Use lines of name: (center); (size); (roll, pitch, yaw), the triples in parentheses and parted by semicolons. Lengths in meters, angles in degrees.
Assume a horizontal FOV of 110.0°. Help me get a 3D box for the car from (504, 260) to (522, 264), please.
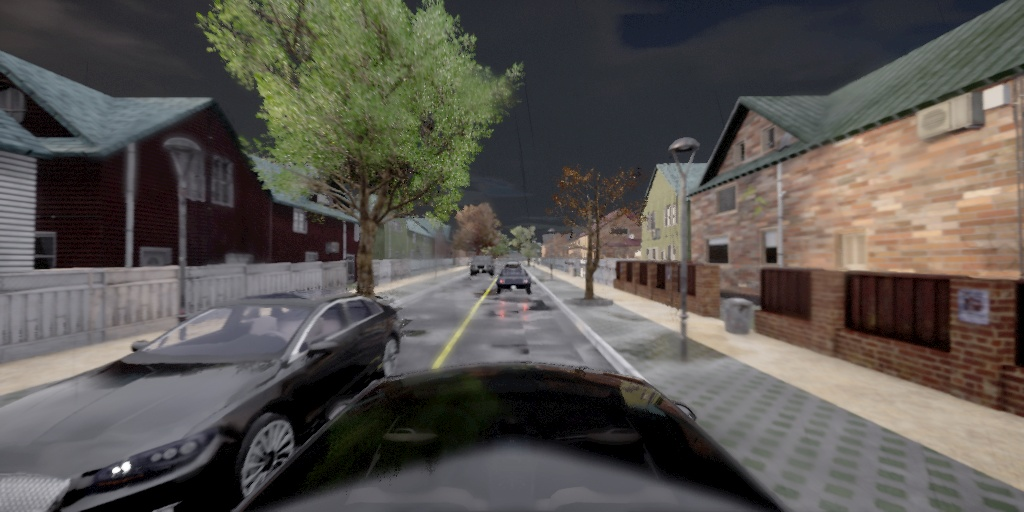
car: (0.085, 1.239, 40.956); (1.882, 1.535, 5.008); (0, 0, 0)

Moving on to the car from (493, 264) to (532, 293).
car: (0.096, 1.355, 20.950); (1.895, 1.301, 4.718); (0, 0, 0)

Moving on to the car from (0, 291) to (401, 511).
car: (-2.833, 1.242, 4.357); (2.128, 1.511, 4.902); (0, 0, 0)

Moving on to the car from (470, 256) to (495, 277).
car: (-2.855, 0.979, 35.538); (2.150, 2.045, 5.566); (0, 0, 0)
